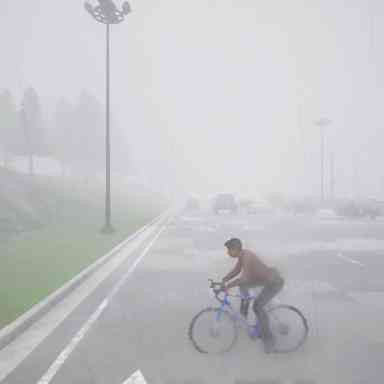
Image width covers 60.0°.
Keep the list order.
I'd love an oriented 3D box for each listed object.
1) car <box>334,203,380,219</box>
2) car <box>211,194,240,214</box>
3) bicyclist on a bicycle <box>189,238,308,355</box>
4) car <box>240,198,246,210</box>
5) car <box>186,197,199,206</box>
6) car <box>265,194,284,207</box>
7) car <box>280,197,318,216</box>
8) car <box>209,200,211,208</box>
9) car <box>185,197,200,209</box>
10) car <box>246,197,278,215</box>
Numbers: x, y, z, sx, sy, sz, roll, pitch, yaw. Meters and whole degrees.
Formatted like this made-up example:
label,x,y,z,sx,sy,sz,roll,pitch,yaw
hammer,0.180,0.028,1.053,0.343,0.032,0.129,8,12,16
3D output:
label,x,y,z,sx,sy,sz,roll,pitch,yaw
car,14.056,1.600,28.766,1.895,1.301,4.718,0,0,0
car,3.496,1.221,35.642,2.150,2.045,5.566,0,0,1
bicyclist on a bicycle,0.763,1.455,4.592,1.656,1.620,0.582,-2,0,0
car,7.019,1.478,43.979,1.882,1.535,5.008,0,0,0
car,0.017,1.547,54.994,2.033,1.411,5.357,0,0,-3
car,10.517,1.221,43.292,2.150,2.045,5.566,0,0,0
car,10.546,1.505,32.906,1.837,1.490,4.892,0,0,0
car,3.481,1.526,46.042,1.812,1.442,4.674,0,0,0
car,0.040,1.547,44.115,2.033,1.411,5.357,0,0,0
car,7.040,1.526,33.992,1.812,1.442,4.674,0,0,0
